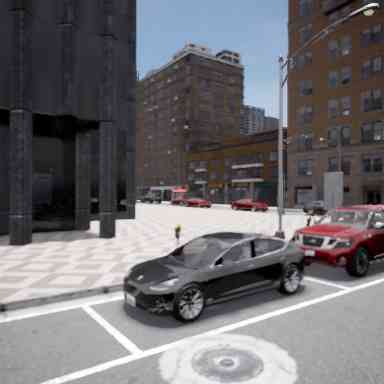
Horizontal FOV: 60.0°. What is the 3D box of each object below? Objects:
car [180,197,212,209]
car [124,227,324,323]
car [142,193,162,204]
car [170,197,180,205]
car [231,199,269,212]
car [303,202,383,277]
[{"bbox_3d":[0.813,1.549,47.367,1.882,1.535,5.008,0,0,-34],"label":"car"},{"bbox_3d":[0.679,1.585,7.253,4.313,1.339,1.947,0,0,-36],"label":"car"},{"bbox_3d":[-7.888,1.263,65.393,2.150,2.045,5.566,0,0,-35],"label":"car"},{"bbox_3d":[-1.884,1.548,56.776,1.882,1.535,5.008,0,0,-35],"label":"car"},{"bbox_3d":[6.691,1.550,38.846,1.882,1.535,5.008,0,0,-35],"label":"car"},{"bbox_3d":[5.270,1.357,10.531,5.009,1.841,2.192,0,0,-36],"label":"car"}]
